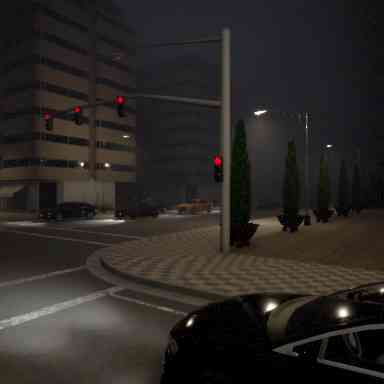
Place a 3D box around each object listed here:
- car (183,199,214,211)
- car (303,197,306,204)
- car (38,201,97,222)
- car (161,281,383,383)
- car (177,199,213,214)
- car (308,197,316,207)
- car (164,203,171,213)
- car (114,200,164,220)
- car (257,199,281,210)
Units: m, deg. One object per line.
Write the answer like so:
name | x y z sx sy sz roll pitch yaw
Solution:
car | 0.940 1.619 43.107 1.994 1.385 4.181 0 0 36
car | 20.633 1.547 58.529 2.128 1.511 4.902 0 0 35
car | -10.132 1.560 27.461 1.837 1.490 4.892 0 0 35
car | 1.928 1.492 2.598 4.902 1.511 2.128 0 0 36
car | 0.394 1.533 36.293 1.882 1.535 5.008 0 0 35
car | 19.791 1.619 51.265 1.994 1.385 4.181 0 0 35
car | -4.511 1.603 35.418 2.033 1.411 5.357 0 0 35
car | -4.757 1.619 29.005 1.994 1.385 4.181 0 0 35
car | 10.472 1.603 44.150 2.033 1.411 5.357 0 0 35
